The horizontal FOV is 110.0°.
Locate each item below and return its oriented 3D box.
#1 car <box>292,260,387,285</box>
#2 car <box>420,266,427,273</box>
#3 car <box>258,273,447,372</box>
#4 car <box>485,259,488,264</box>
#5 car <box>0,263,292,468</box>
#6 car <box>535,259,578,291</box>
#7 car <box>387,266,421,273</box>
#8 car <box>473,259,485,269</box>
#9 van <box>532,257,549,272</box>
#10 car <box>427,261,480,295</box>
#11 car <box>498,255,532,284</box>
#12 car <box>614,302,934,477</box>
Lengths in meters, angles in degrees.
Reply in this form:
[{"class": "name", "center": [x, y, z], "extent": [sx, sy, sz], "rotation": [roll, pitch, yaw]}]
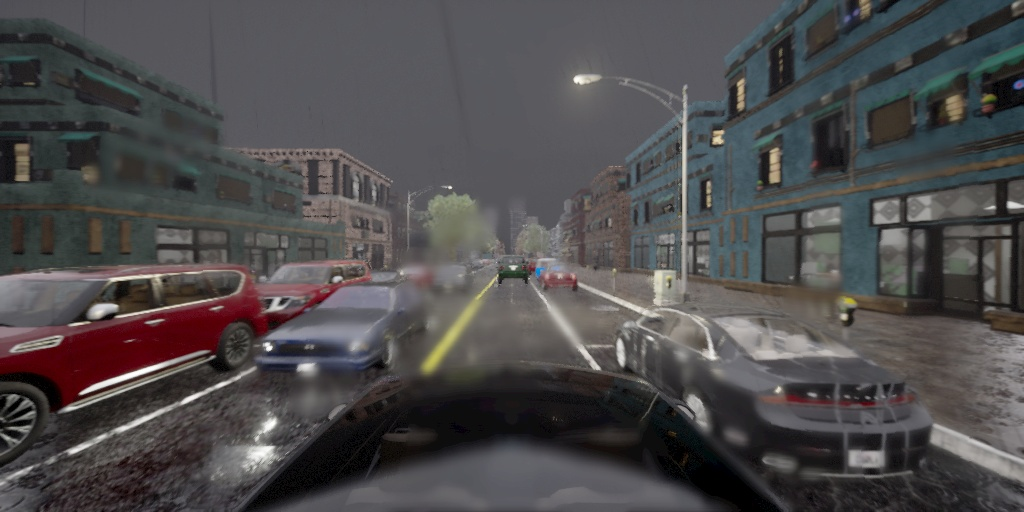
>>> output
[{"class": "car", "center": [-5.687, 1.063, 10.439], "extent": [2.192, 1.841, 5.009], "rotation": [0, 0, 0]}, {"class": "car", "center": [-5.688, 1.290, 21.527], "extent": [1.888, 1.381, 4.507], "rotation": [0, 0, 0]}, {"class": "car", "center": [-3.055, 1.296, 8.055], "extent": [2.033, 1.411, 5.357], "rotation": [0, 0, 1]}, {"class": "car", "center": [-5.692, 1.283, 60.334], "extent": [2.007, 1.370, 4.403], "rotation": [0, 0, 0]}, {"class": "car", "center": [-5.688, 1.064, 4.895], "extent": [2.192, 1.841, 5.009], "rotation": [0, 0, 0]}, {"class": "car", "center": [2.692, 1.184, 21.527], "extent": [1.967, 1.591, 4.097], "rotation": [0, 0, 0]}, {"class": "car", "center": [-5.688, 1.312, 15.982], "extent": [1.948, 1.339, 4.313], "rotation": [0, 0, 0]}, {"class": "car", "center": [-5.691, 1.300, 54.790], "extent": [1.948, 1.339, 4.313], "rotation": [0, 0, 0]}, {"class": "van", "center": [2.692, 1.084, 27.071], "extent": [1.690, 1.789, 3.998], "rotation": [0, 0, 0]}, {"class": "car", "center": [-3.065, 1.249, 19.723], "extent": [1.837, 1.490, 4.892], "rotation": [0, 0, 0]}, {"class": "car", "center": [0.097, 0.965, 27.318], "extent": [2.150, 2.045, 5.566], "rotation": [0, 0, 0]}, {"class": "car", "center": [2.694, 1.300, 4.895], "extent": [2.007, 1.370, 4.403], "rotation": [0, 0, 0]}]
